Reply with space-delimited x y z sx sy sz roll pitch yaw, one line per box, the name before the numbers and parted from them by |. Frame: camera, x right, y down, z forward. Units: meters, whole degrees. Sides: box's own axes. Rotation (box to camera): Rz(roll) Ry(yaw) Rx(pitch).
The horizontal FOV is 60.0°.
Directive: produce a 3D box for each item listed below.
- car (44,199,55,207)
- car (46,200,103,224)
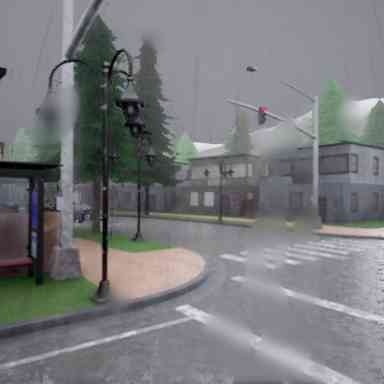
car | -17.485 1.528 41.535 4.718 1.301 1.895 0 -2 28
car | -8.802 1.593 25.647 5.357 1.411 2.033 0 0 41
